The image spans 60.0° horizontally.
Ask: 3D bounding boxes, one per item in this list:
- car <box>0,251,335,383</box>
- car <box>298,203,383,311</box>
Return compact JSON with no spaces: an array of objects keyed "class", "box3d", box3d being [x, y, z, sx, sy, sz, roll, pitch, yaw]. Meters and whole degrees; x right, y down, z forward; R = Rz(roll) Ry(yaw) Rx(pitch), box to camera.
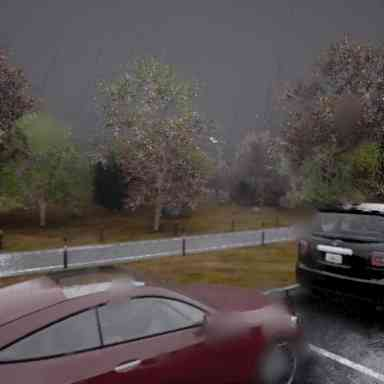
[{"class":"car","box3d":[-0.785,1.545,3.497,4.674,1.452,2.002,0,0,-35]},{"class":"car","box3d":[4.705,1.264,7.414,5.566,2.045,2.435,0,0,-35]}]
